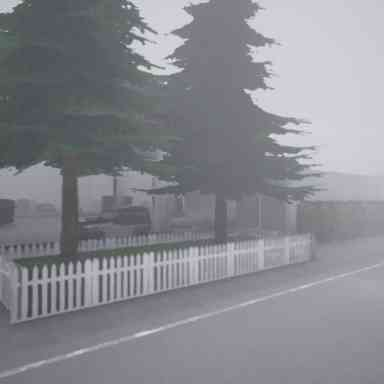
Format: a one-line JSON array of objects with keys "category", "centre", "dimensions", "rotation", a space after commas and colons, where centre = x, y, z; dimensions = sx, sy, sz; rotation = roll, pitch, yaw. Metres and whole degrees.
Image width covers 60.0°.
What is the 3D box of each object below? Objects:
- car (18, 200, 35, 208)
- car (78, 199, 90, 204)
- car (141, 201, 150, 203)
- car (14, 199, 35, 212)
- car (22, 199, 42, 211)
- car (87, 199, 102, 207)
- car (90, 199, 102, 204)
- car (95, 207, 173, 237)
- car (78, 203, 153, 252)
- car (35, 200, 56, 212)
[{"category": "car", "centre": [-36.142, 2.519, 72.503], "dimensions": [2.152, 1.636, 5.027], "rotation": [1, -1, -40]}, {"category": "car", "centre": [-26.273, 2.621, 80.644], "dimensions": [1.905, 1.878, 3.866], "rotation": [1, -1, -40]}, {"category": "car", "centre": [-9.705, 2.699, 70.796], "dimensions": [1.845, 1.501, 3.633], "rotation": [1, -1, -40]}, {"category": "car", "centre": [-25.030, 1.997, 48.940], "dimensions": [1.905, 1.878, 3.866], "rotation": [1, -1, -40]}, {"category": "car", "centre": [-27.502, 2.174, 57.099], "dimensions": [1.932, 1.855, 4.605], "rotation": [1, -1, -40]}, {"category": "car", "centre": [-24.294, 2.688, 82.810], "dimensions": [1.932, 1.855, 4.605], "rotation": [1, -1, -40]}, {"category": "car", "centre": [-17.440, 2.539, 64.471], "dimensions": [2.007, 1.523, 4.514], "rotation": [1, -1, -40]}, {"category": "car", "centre": [-3.817, 1.913, 22.360], "dimensions": [4.611, 1.667, 2.242], "rotation": [1, -1, -40]}, {"category": "car", "centre": [-3.560, 1.606, 15.237], "dimensions": [3.866, 1.878, 1.905], "rotation": [1, -1, -40]}, {"category": "car", "centre": [-22.077, 2.319, 50.578], "dimensions": [1.970, 1.475, 3.806], "rotation": [1, -1, -40]}]
